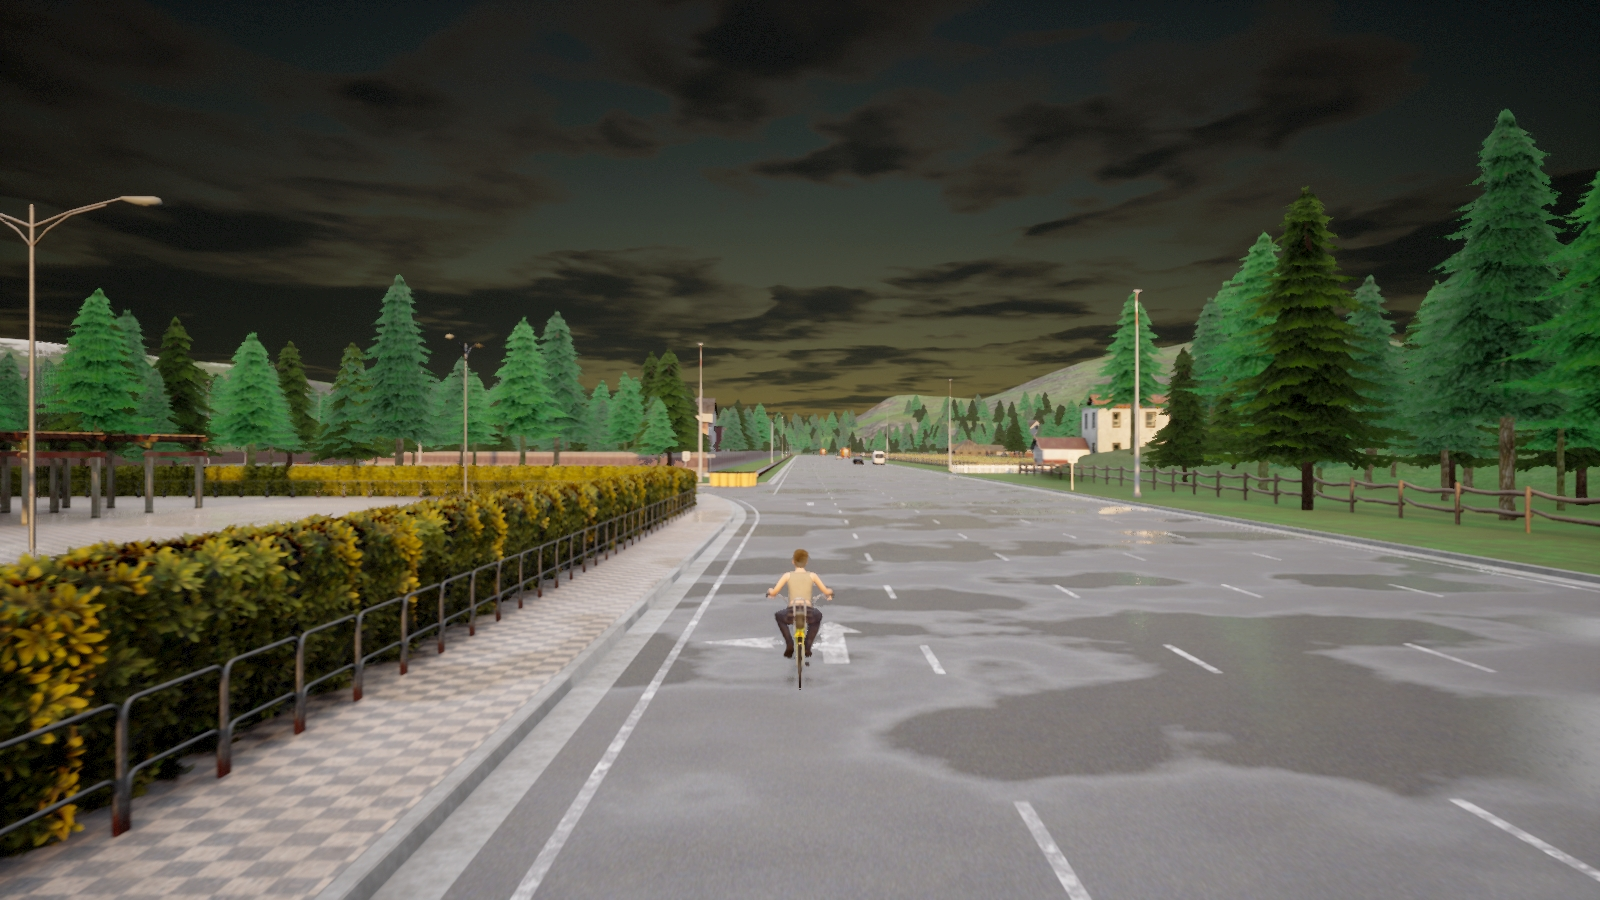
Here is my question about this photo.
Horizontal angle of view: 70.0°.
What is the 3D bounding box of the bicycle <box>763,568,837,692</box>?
[{"bbox_3d":[0.002,2.158,13.919,0.859,1.276,1.487,0,0,0],"label":"bicycle"}]
